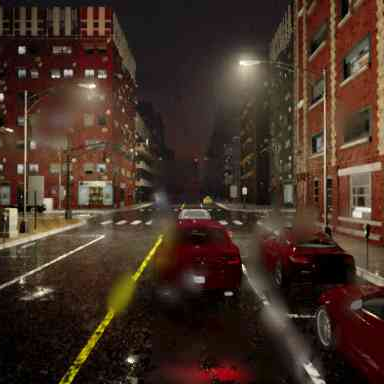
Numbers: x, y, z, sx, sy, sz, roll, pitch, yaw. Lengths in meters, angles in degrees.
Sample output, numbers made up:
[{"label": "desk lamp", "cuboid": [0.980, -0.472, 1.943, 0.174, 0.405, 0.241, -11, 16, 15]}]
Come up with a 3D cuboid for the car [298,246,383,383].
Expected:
[{"label": "car", "cuboid": [2.672, 1.583, 3.311, 1.802, 1.307, 4.206, 1, 0, 0]}]

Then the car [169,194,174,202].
[{"label": "car", "cuboid": [-5.566, 1.600, 75.229, 1.802, 1.307, 4.206, 1, 0, 0]}]

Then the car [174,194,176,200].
[{"label": "car", "cuboid": [-5.557, 1.546, 80.712, 1.752, 1.417, 4.829, 1, 0, 0]}]

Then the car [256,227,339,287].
[{"label": "car", "cuboid": [2.851, 1.584, 8.967, 1.802, 1.307, 4.206, 1, 0, 0]}]

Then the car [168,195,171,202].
[{"label": "car", "cuboid": [-5.583, 1.596, 63.925, 1.802, 1.307, 4.206, 1, 0, 0]}]

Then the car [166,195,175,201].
[{"label": "car", "cuboid": [-5.548, 1.574, 86.534, 2.008, 1.369, 4.403, 1, 0, 0]}]

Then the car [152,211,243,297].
[{"label": "car", "cuboid": [0.111, 1.479, 8.649, 1.882, 1.535, 5.008, 0, 0, 0]}]

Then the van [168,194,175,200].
[{"label": "van", "cuboid": [-5.537, 1.367, 92.186, 1.690, 1.788, 3.998, 1, 0, 0]}]

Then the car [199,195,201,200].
[{"label": "car", "cuboid": [2.823, 1.565, 80.831, 1.887, 1.381, 4.507, 1, 0, 0]}]

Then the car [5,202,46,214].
[{"label": "car", "cuboid": [-18.655, 1.726, 37.382, 4.313, 1.339, 1.947, 0, -1, 0]}]

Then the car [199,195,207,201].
[{"label": "car", "cuboid": [2.831, 1.589, 86.482, 1.947, 1.339, 4.313, 1, 0, 0]}]

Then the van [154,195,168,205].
[{"label": "van", "cuboid": [-5.588, 1.354, 58.273, 1.690, 1.788, 3.998, 1, 0, 0]}]

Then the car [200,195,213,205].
[{"label": "car", "cuboid": [2.789, 1.538, 58.391, 1.752, 1.417, 4.829, 1, 0, 0]}]
